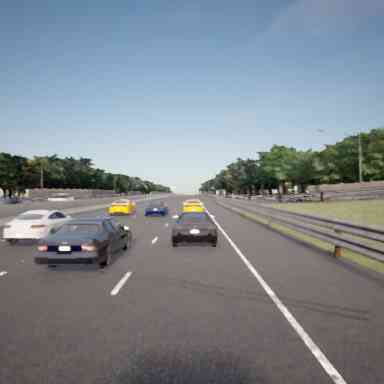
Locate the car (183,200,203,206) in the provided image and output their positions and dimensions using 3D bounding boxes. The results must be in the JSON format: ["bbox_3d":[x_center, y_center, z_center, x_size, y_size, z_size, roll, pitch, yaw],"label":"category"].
[{"bbox_3d":[0.121,1.488,33.351,1.882,1.535,5.008,0,0,0],"label":"car"}]

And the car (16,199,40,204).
[{"bbox_3d":[-21.053,1.607,44.550,1.895,1.301,4.718,0,0,0],"label":"car"}]

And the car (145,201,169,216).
[{"bbox_3d":[-3.379,1.575,32.567,1.994,1.385,4.181,0,0,0],"label":"car"}]

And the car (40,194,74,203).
[{"bbox_3d":[-17.559,1.228,44.199,2.150,2.045,5.566,0,0,0],"label":"car"}]

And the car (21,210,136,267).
[{"bbox_3d":[-3.392,1.555,11.367,2.033,1.411,5.357,0,0,0],"label":"car"}]

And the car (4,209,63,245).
[{"bbox_3d":[-6.889,1.535,15.601,1.812,1.442,4.674,0,0,0],"label":"car"}]

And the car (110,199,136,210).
[{"bbox_3d":[-6.879,1.488,33.533,1.882,1.535,5.008,0,0,0],"label":"car"}]

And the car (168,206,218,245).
[{"bbox_3d":[0.111,1.573,15.471,1.994,1.385,4.181,0,0,0],"label":"car"}]

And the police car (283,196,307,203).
[{"bbox_3d":[17.791,1.110,57.931,1.930,1.638,5.238,0,-2,-17],"label":"police car"}]

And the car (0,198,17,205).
[{"bbox_3d":[-24.555,1.554,44.269,2.033,1.411,5.357,0,0,0],"label":"car"}]
